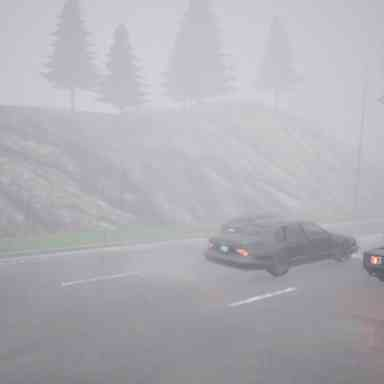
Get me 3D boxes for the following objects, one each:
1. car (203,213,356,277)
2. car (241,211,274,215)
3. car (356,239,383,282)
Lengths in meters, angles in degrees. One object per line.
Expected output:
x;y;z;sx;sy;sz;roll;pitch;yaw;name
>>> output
2.907;1.530;10.189;5.357;1.411;2.033;0;0;-35;car
3.215;1.537;14.682;4.181;1.385;1.994;0;0;-35;car
6.372;1.579;8.340;4.718;1.301;1.895;0;0;-35;car
